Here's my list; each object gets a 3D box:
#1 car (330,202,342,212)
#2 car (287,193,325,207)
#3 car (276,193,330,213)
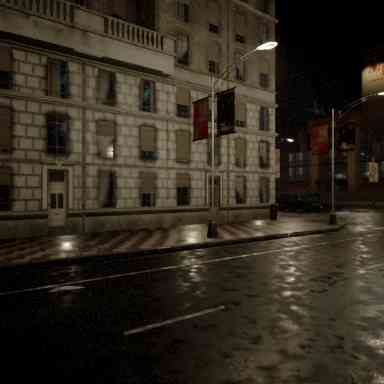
[{"bbox_3d":[15.021,1.564,38.404,1.994,1.385,4.181,0,0,-37],"label":"car"},{"bbox_3d":[18.267,1.221,53.681,2.150,2.045,5.566,0,0,-37],"label":"car"},{"bbox_3d":[11.829,1.221,36.819,2.150,2.045,5.566,0,0,-36],"label":"car"}]
